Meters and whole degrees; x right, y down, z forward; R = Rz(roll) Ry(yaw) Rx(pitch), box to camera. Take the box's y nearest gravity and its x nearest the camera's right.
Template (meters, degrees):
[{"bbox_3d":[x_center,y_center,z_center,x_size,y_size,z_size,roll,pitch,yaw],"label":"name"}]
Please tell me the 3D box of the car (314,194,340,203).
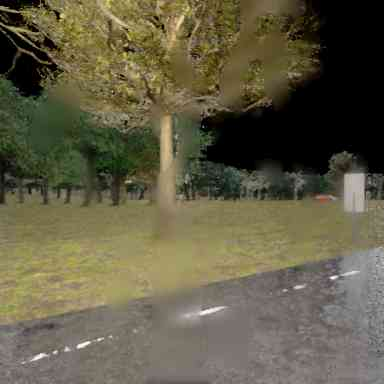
[{"bbox_3d":[26.124,1.238,64.380,2.097,1.767,4.553,2,-2,-36],"label":"car"}]
